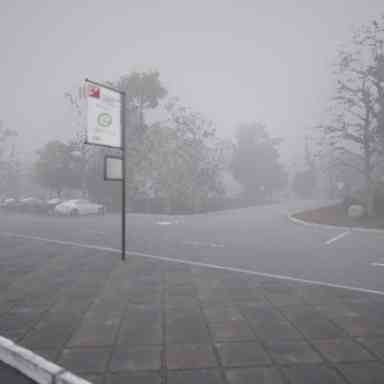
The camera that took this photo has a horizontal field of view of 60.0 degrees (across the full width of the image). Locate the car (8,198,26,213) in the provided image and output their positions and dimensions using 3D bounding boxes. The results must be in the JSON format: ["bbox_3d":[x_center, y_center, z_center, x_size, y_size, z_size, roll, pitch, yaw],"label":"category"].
[{"bbox_3d":[-15.106,1.287,33.326,2.231,1.521,4.892,0,0,36],"label":"car"}]

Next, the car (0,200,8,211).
[{"bbox_3d":[-17.769,1.308,35.233,2.002,1.452,4.674,0,0,36],"label":"car"}]

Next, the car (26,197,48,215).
[{"bbox_3d":[-12.436,1.304,31.431,2.097,1.535,5.008,0,0,36],"label":"car"}]

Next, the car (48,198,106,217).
[{"bbox_3d":[-9.879,1.362,29.594,2.002,1.452,4.674,0,0,36],"label":"car"}]
